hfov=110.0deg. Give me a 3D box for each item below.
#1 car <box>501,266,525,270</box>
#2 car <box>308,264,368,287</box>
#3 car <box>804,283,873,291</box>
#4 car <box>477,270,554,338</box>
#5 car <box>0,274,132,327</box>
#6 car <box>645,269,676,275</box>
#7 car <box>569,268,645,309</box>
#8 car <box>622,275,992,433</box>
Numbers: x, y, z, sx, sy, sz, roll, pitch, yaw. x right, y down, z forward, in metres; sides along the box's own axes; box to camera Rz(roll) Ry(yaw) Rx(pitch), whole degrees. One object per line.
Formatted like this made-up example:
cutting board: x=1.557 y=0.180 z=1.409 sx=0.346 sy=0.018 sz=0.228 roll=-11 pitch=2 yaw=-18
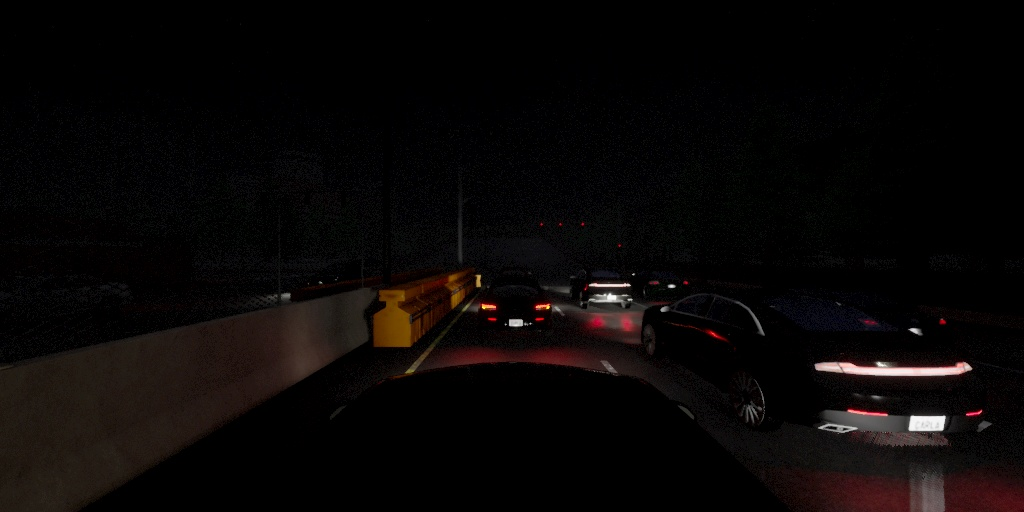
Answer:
car: x=0.061 y=1.276 z=19.102 sx=1.812 sy=1.442 sz=4.674 roll=0 pitch=0 yaw=0
car: x=-10.552 y=1.261 z=22.119 sx=1.837 sy=1.490 sz=4.892 roll=0 pitch=0 yaw=0
car: x=7.086 y=1.314 z=8.360 sx=1.994 sy=1.385 sz=4.181 roll=0 pitch=0 yaw=0
car: x=0.078 y=1.276 z=10.037 sx=1.812 sy=1.442 sz=4.674 roll=0 pitch=0 yaw=0
car: x=-14.099 y=1.276 z=10.521 sx=1.812 sy=1.442 sz=4.674 roll=0 pitch=0 yaw=0
car: x=7.065 y=1.314 z=17.879 sx=1.994 sy=1.385 sz=4.181 roll=0 pitch=0 yaw=0
car: x=3.560 y=1.242 z=14.972 sx=2.128 sy=1.511 sz=4.902 roll=0 pitch=0 yaw=2
car: x=3.596 y=1.241 z=5.543 sx=2.128 sy=1.511 sz=4.902 roll=0 pitch=0 yaw=0
